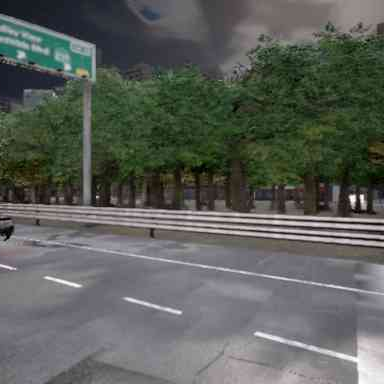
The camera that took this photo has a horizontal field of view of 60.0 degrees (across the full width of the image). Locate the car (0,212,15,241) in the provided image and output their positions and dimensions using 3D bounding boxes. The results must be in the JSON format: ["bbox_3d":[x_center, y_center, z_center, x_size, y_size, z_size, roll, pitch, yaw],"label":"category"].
[{"bbox_3d":[-10.124,1.491,15.392,4.902,1.511,2.128,0,0,36],"label":"car"}]
